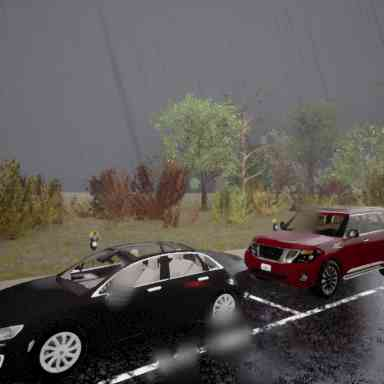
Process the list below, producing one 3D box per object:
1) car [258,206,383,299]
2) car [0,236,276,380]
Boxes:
[{"bbox_3d":[3.657,1.317,8.679,5.009,1.841,2.192,0,1,-35],"label":"car"},{"bbox_3d":[-0.952,1.551,5.406,4.403,1.369,2.008,0,1,-35],"label":"car"}]
